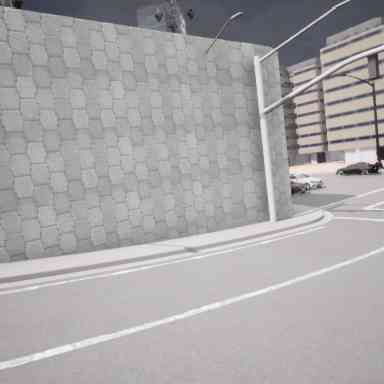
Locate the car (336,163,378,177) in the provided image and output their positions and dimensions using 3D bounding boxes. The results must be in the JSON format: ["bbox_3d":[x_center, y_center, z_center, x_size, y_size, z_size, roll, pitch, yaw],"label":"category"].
[{"bbox_3d":[18.208,-2.515,36.813,1.994,1.385,4.181,-10,6,-35],"label":"car"}]

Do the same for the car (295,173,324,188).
[{"bbox_3d":[9.705,-0.971,30.496,1.812,1.442,4.674,-10,6,-35],"label":"car"}]

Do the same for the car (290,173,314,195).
[{"bbox_3d":[7.352,-0.456,27.855,1.812,1.442,4.674,-10,6,-35],"label":"car"}]
